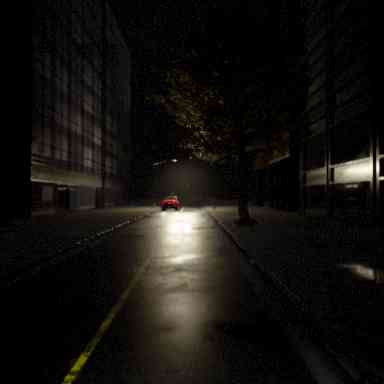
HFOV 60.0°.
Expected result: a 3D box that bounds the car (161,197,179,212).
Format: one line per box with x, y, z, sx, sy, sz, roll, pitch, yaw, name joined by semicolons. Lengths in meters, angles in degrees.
-2.986;1.647;46.178;2.150;2.045;5.566;0;-1;0;car
